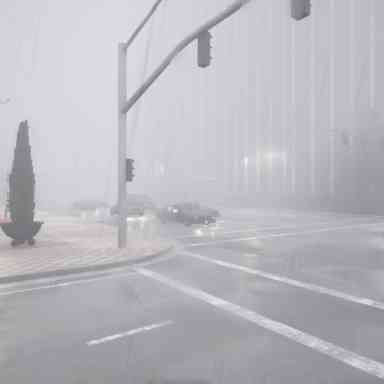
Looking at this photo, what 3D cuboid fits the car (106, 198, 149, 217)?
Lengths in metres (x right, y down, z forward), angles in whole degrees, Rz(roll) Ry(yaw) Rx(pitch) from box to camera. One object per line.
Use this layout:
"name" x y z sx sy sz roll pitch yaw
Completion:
"car" -6.055 1.564 30.868 1.994 1.385 4.181 0 0 -35

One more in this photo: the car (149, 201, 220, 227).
"car" -0.635 1.547 23.361 2.033 1.411 5.357 0 0 -36

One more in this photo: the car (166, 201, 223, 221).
"car" 0.068 1.547 28.362 2.033 1.411 5.357 0 0 -36

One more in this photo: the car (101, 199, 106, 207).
"car" -13.419 1.601 47.082 1.895 1.301 4.718 0 0 -35

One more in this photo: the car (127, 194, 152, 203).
"car" -6.022 1.222 36.794 2.150 2.045 5.566 0 0 -36

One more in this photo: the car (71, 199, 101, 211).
"car" -13.173 1.601 40.731 1.895 1.301 4.718 0 0 -36
